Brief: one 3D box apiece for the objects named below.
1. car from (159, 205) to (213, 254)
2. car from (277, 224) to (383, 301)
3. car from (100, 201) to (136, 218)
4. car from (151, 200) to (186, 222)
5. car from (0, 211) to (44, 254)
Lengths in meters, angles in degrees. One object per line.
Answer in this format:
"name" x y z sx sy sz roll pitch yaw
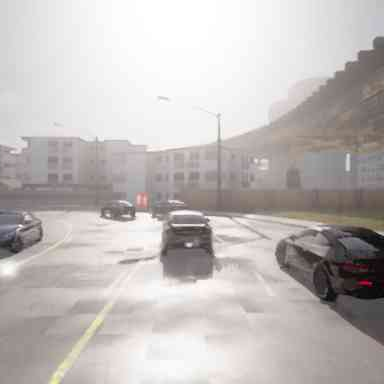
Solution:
"car" -0.302 1.488 13.380 1.837 1.490 4.892 0 0 -5
"car" 3.520 1.515 8.167 1.812 1.442 4.674 0 0 -2
"car" -6.543 1.489 29.386 1.812 1.442 4.674 0 0 -36
"car" -1.980 1.469 28.846 1.837 1.490 4.892 1 0 -31
"car" -7.412 1.509 13.484 1.812 1.442 4.674 0 0 -9
